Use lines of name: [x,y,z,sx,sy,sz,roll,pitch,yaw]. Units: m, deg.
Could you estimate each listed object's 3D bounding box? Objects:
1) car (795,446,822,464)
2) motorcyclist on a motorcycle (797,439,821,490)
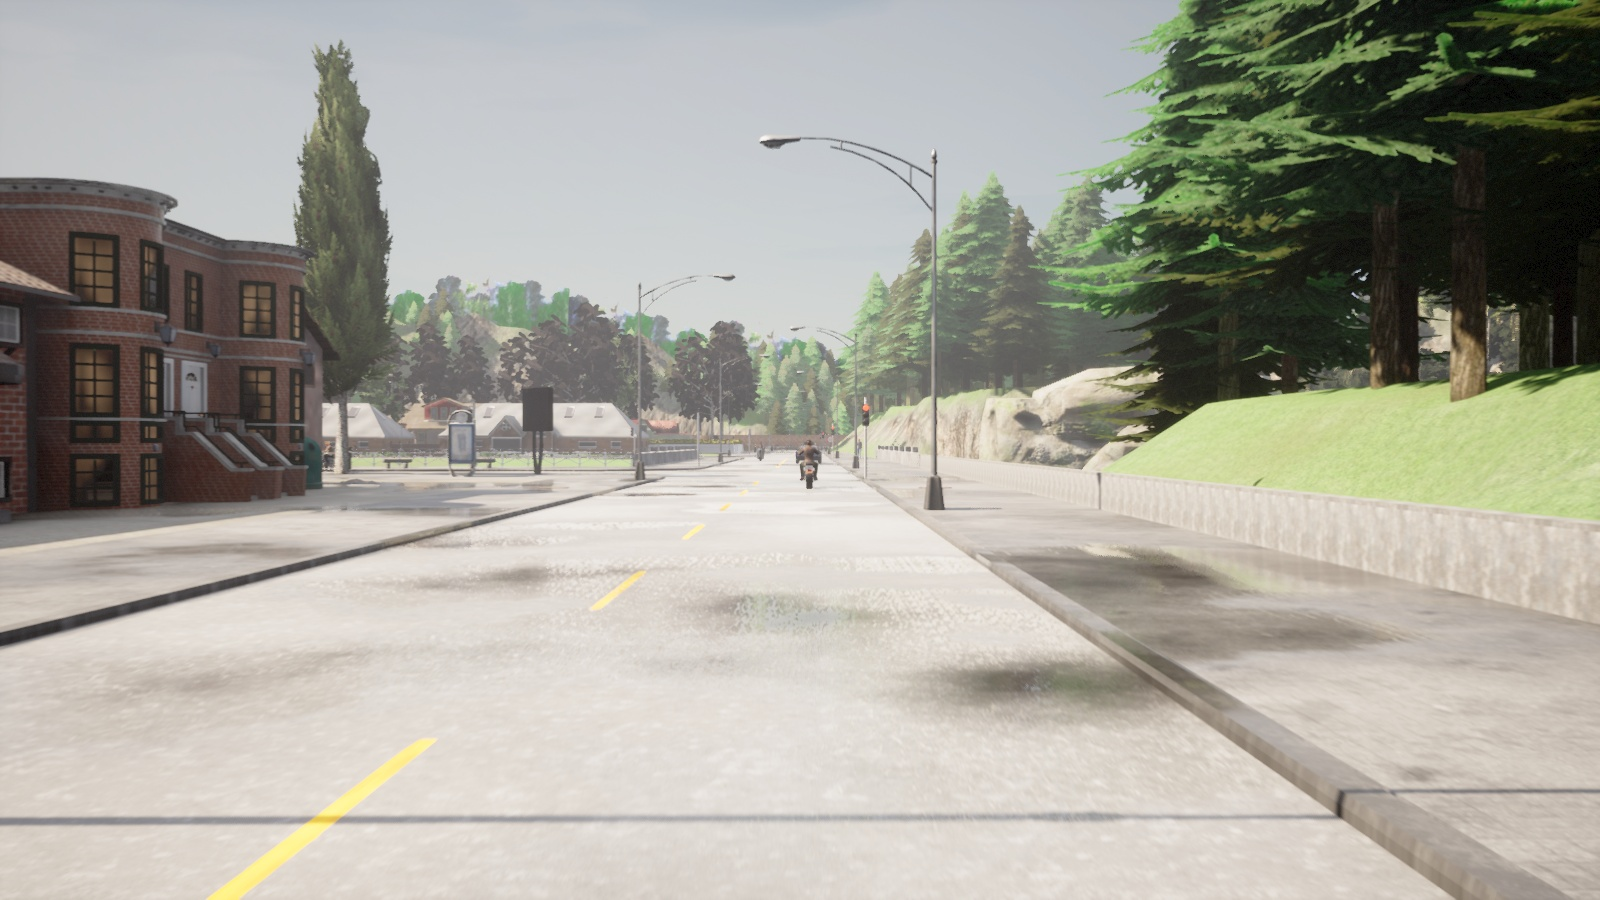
car: [0.624,0.331,91.466,1.895,1.301,4.718,0,0,0]
motorcyclist on a motorcycle: [0.297,0.461,41.604,0.766,1.649,2.350,0,1,0]
